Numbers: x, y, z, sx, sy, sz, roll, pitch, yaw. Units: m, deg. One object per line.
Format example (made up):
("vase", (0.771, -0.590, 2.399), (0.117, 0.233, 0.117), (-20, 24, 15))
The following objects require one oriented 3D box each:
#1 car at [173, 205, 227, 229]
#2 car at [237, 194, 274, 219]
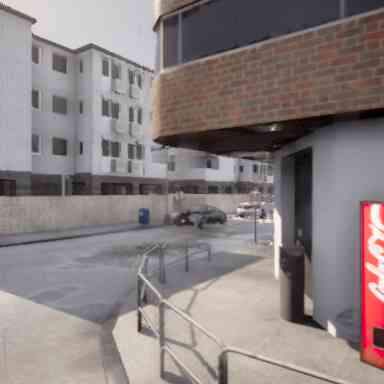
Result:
("car", (0.618, 1.574, 21.880), (1.994, 1.385, 4.181), (0, 0, 36))
("car", (6.088, 1.232, 29.542), (2.150, 2.045, 5.566), (0, 0, 35))
